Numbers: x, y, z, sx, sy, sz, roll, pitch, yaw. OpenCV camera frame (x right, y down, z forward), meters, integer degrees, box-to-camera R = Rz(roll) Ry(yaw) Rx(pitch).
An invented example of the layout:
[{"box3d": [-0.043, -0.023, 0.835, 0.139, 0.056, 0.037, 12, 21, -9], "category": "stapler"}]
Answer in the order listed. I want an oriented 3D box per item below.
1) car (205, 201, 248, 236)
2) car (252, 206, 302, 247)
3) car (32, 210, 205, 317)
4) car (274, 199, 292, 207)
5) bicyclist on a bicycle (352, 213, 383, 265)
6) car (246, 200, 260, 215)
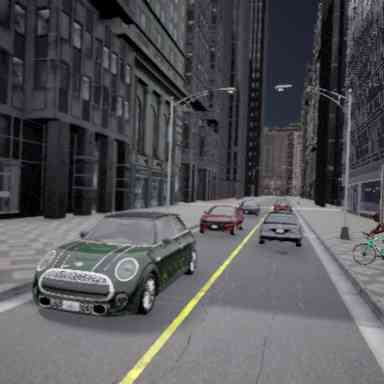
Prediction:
[{"box3d": [1.809, 1.486, 19.037, 1.882, 1.535, 5.008, 2, 0, 16], "category": "car"}, {"box3d": [4.281, 1.661, 16.036, 2.033, 1.411, 5.357, 2, 0, 16], "category": "car"}, {"box3d": [-1.354, 1.275, 7.573, 2.097, 1.767, 4.553, 2, 0, 15], "category": "car"}, {"box3d": [11.107, 1.613, 40.678, 2.097, 1.767, 4.553, 2, 0, 15], "category": "car"}, {"box3d": [5.845, 1.493, 10.235, 1.656, 1.620, 0.582, 2, 0, 15], "category": "bicyclist on a bicycle"}, {"box3d": [5.680, 1.577, 32.927, 1.882, 1.535, 5.008, 2, 0, 16], "category": "car"}]
